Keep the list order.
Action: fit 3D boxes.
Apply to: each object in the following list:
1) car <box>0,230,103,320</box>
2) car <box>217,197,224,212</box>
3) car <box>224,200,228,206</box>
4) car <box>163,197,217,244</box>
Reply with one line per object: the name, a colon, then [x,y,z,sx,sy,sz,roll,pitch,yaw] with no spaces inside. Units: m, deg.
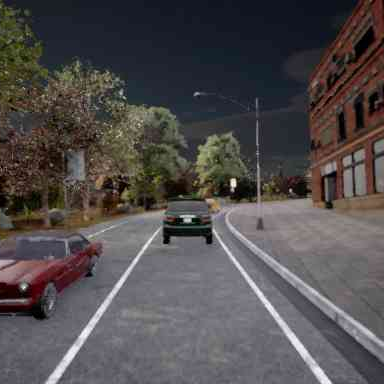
car: [-3.469,1.613,7.459,1.895,1.301,4.718,0,0,-1]
car: [1.752,1.400,34.591,1.882,1.535,5.008,-2,0,13]
car: [3.758,1.523,49.764,1.994,1.385,4.181,-3,-1,28]
car: [-0.179,1.229,16.126,2.150,2.045,5.566,0,0,0]
